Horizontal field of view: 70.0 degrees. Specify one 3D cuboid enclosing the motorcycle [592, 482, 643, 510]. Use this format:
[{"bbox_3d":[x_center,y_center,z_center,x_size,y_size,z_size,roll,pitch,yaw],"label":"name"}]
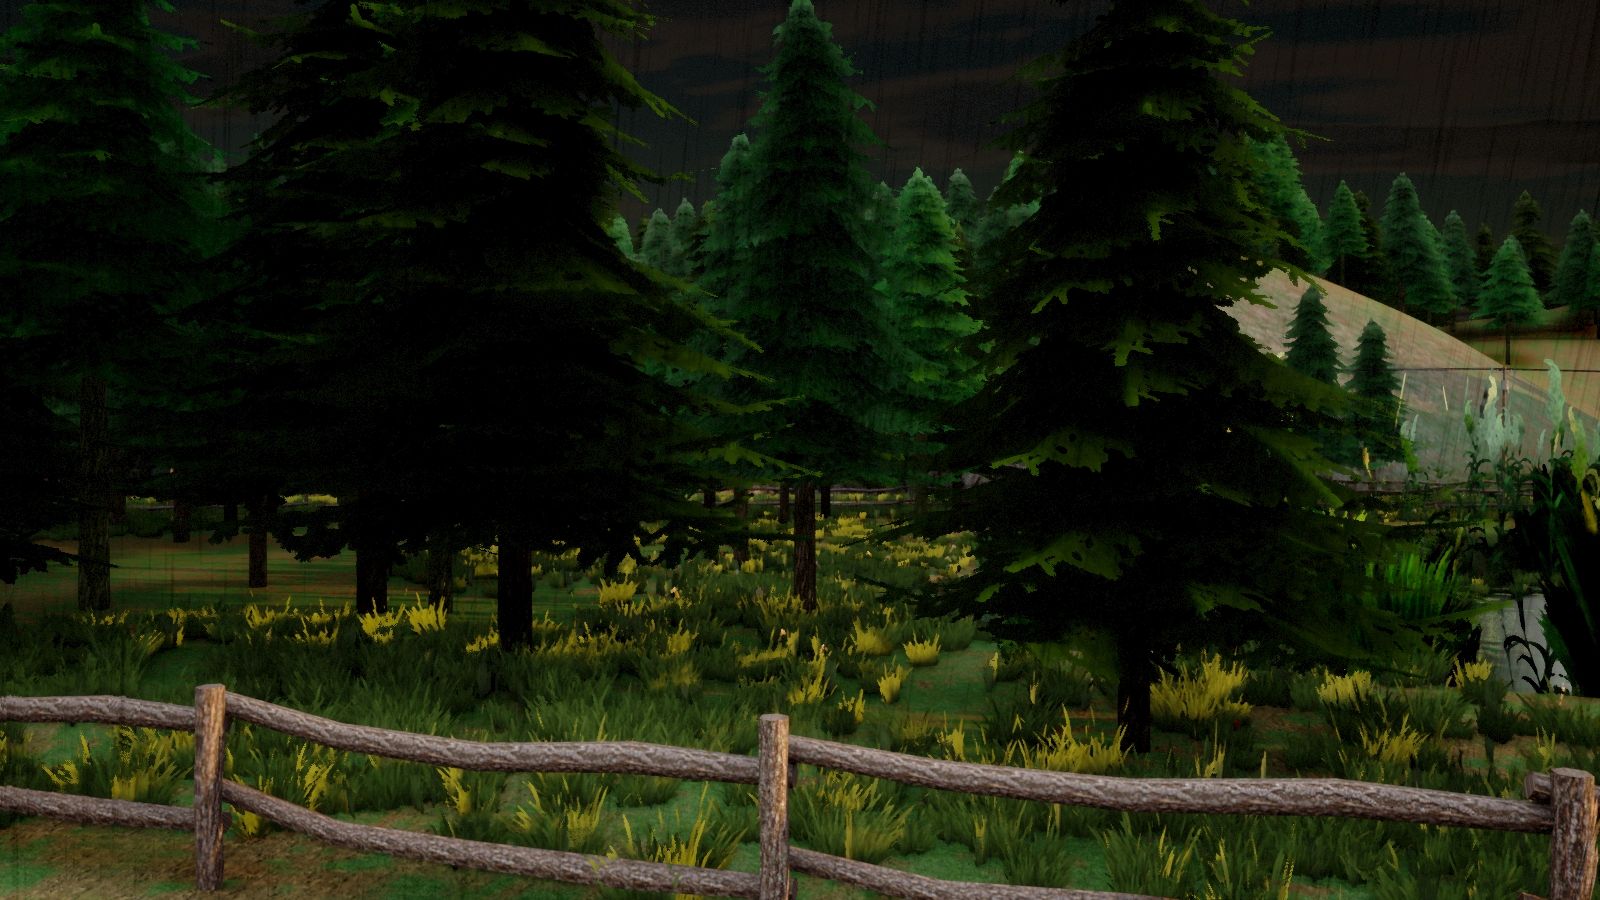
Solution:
[{"bbox_3d":[-8.654,2.178,54.114,2.209,1.251,0.867,0,0,14],"label":"motorcycle"}]
